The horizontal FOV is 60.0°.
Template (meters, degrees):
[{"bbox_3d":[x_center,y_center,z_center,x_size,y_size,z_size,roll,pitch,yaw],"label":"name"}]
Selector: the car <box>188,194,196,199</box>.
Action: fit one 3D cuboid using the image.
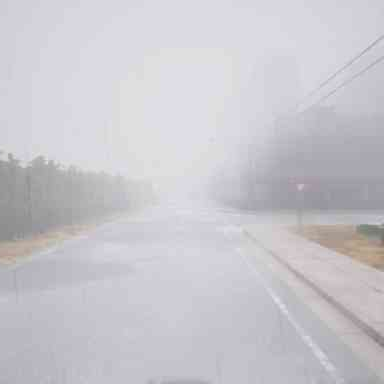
[{"bbox_3d":[-0.024,1.067,82.820,1.994,1.385,4.181,0,0,0],"label":"car"}]
